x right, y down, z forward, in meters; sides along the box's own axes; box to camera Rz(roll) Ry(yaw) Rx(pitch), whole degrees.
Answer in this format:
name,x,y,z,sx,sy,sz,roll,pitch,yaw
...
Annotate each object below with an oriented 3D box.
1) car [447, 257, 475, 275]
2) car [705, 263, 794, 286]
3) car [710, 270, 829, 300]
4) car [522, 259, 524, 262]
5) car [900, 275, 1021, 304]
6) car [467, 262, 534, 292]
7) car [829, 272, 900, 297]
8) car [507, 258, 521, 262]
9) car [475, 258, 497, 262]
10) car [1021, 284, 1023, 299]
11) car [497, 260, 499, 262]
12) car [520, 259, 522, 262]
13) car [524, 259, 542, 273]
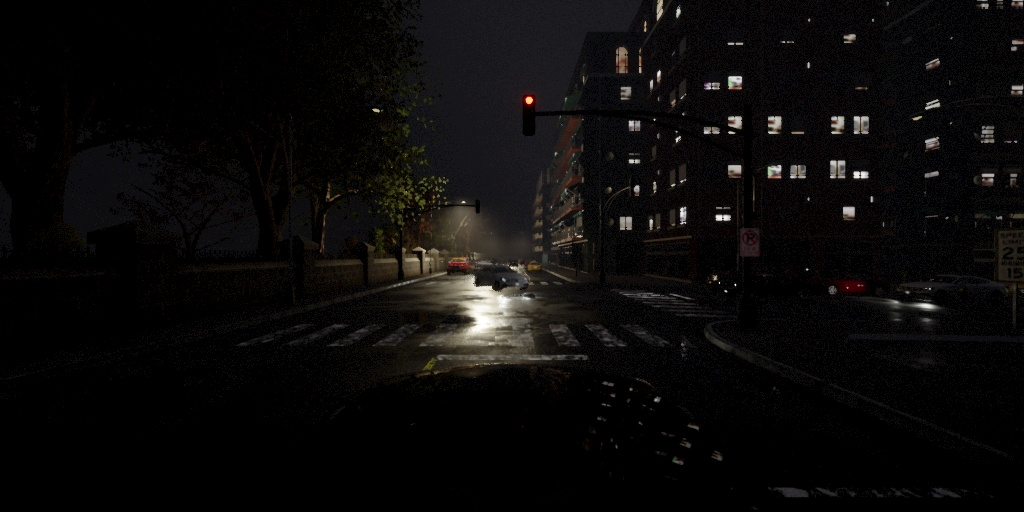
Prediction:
name,x,y,z,sx,sy,sz,roll,pitch,yaw
car,-5.651,1.069,38.517,2.192,1.841,5.009,0,0,0
car,14.619,1.338,21.911,5.009,1.841,2.192,0,0,0
car,13.722,1.618,19.315,4.718,1.301,1.895,1,0,0
car,2.741,1.306,49.579,1.888,1.381,4.507,0,0,0
car,23.664,1.723,19.333,4.674,1.442,1.812,1,0,0
car,-0.807,1.275,21.574,1.812,1.442,4.674,-1,0,-28
car,20.314,1.671,21.923,4.507,1.381,1.888,0,0,0
car,0.166,1.319,64.291,2.033,1.411,5.357,0,0,-1
car,-3.061,1.247,38.893,2.128,1.511,4.902,0,0,0
car,31.536,1.857,21.946,4.829,1.417,1.751,0,0,0
car,-3.030,1.119,55.813,2.097,1.767,4.553,0,0,0
car,2.747,1.316,55.115,2.007,1.370,4.403,0,0,0
car,2.735,1.283,44.214,1.751,1.417,4.829,0,0,0
